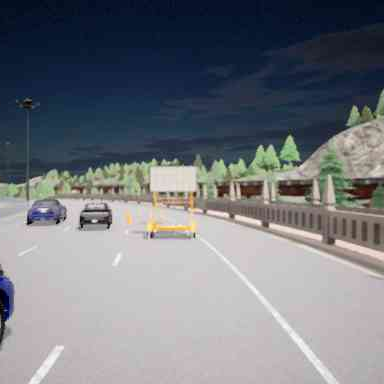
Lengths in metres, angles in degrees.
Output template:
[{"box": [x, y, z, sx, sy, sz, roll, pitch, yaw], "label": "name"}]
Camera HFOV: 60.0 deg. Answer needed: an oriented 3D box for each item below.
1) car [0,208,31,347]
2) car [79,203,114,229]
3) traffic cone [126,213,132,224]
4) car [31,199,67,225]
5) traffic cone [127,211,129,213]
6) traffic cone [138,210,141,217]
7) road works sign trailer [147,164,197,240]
[{"box": [-3.577, 1.215, 2.478, 2.150, 2.045, 5.566, 0, 0, -2], "label": "car"}, {"box": [-6.128, 1.440, 21.452, 2.128, 1.511, 4.902, 0, 0, -12], "label": "car"}, {"box": [-4.272, 1.895, 22.814, 0.340, 0.580, 0.340, 0, 0, -12], "label": "traffic cone"}, {"box": [-10.412, 1.305, 24.157, 2.097, 1.767, 4.553, 0, 0, -14], "label": "car"}, {"box": [-4.698, 1.890, 24.768, 0.340, 0.580, 0.340, 0, 0, -12], "label": "traffic cone"}, {"box": [-4.572, 1.877, 28.889, 0.340, 0.580, 0.340, 0, 0, -12], "label": "traffic cone"}, {"box": [-0.906, 0.415, 16.636, 2.380, 3.560, 2.880, 0, 0, 3], "label": "road works sign trailer"}]
